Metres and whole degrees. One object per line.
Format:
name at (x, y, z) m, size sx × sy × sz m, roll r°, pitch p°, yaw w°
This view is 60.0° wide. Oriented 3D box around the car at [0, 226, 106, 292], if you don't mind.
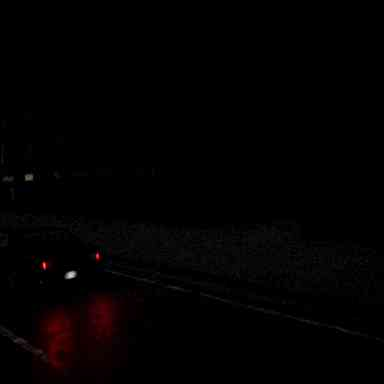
car at (-4.453, 1.585, 8.955) m, size 4.718 × 1.301 × 1.895 m, roll 0°, pitch 0°, yaw 40°
